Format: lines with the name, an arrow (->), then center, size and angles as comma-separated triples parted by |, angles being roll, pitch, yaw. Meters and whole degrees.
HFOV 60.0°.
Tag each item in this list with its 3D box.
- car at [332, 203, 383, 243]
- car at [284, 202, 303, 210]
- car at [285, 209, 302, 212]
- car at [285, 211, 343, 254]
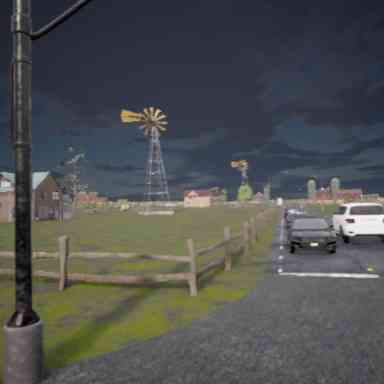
car -> 9.255, 1.625, 18.567 | 2.150, 2.045, 5.566 | -2, -2, 16
car -> 13.340, 2.401, 43.833 | 2.150, 2.045, 5.566 | -2, -2, 16
car -> 8.768, 2.335, 27.399 | 1.895, 1.301, 4.718 | -2, -2, 16
car -> 5.547, 1.894, 15.748 | 1.882, 1.535, 5.008 | -2, -2, 15
